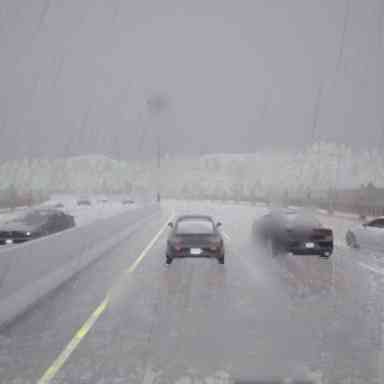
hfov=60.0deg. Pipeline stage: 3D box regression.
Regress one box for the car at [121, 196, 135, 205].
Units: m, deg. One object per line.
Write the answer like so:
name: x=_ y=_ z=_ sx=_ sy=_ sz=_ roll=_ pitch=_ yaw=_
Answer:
car: x=-11.017 y=1.483 z=57.032 sx=1.812 sy=1.442 sz=4.674 roll=0 pitch=0 yaw=-16

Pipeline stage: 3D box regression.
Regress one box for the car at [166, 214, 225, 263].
car: x=0.100 y=1.517 z=11.761 sx=1.812 sy=1.442 sz=4.674 roll=0 pitch=0 yaw=0

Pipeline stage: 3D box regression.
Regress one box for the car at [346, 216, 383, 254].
car: x=7.099 y=1.517 z=11.437 sx=1.812 sy=1.442 sz=4.674 roll=0 pitch=0 yaw=0

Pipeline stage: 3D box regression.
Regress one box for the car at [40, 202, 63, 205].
car: x=-10.622 y=1.507 z=24.813 sx=1.812 sy=1.442 sz=4.674 roll=0 pitch=0 yaw=-1

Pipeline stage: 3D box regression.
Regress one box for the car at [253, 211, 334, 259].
car: x=3.597 y=1.468 z=12.637 sx=1.882 sy=1.535 sz=5.008 roll=0 pitch=0 yaw=0

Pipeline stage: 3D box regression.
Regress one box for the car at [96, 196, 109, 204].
car: x=-17.509 y=1.470 z=65.165 sx=1.812 sy=1.442 sz=4.674 roll=0 pitch=0 yaw=-22

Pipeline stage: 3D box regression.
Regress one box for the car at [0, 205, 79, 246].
car: x=-7.102 y=1.536 z=15.591 sx=2.033 sy=1.411 sz=5.357 roll=0 pitch=0 yaw=0

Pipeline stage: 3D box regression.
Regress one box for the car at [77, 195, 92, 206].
car: x=-17.587 y=1.312 z=54.497 sx=2.097 sy=1.767 sz=4.553 roll=0 pitch=0 yaw=-16
